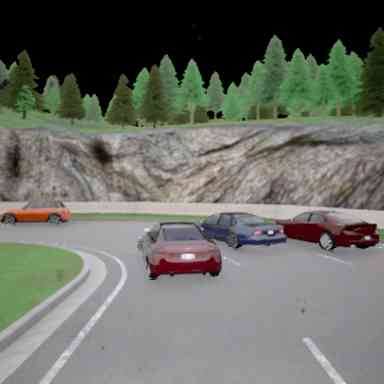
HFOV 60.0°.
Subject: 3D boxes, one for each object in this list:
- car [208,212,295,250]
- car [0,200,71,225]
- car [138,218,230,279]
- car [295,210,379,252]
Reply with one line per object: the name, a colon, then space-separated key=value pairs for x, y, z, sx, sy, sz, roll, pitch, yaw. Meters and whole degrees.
car: x=1.725 y=1.596 z=14.834 sx=2.033 sy=1.411 sz=5.357 roll=0 pitch=0 yaw=-30
car: x=-11.222 y=1.427 z=24.001 sx=4.553 sy=1.767 sz=2.097 roll=0 pitch=0 yaw=-3
car: x=-0.512 y=1.597 z=10.312 sx=1.994 sy=1.385 sz=4.181 roll=0 pitch=0 yaw=-12
car: x=5.504 y=1.525 z=14.431 sx=1.882 sy=1.535 sz=5.008 roll=1 pitch=0 yaw=-21
